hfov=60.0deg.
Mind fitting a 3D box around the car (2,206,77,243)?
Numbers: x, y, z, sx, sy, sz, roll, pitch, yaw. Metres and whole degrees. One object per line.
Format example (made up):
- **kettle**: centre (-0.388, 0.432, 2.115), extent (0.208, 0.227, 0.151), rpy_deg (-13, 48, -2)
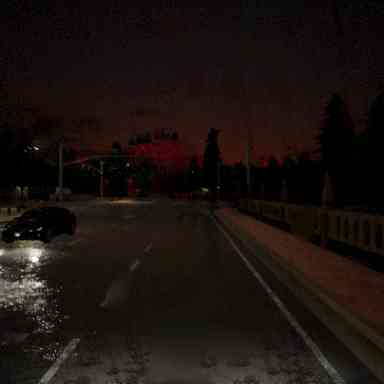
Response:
- **car**: centre (-7.062, 1.484, 15.919), extent (1.837, 1.490, 4.892), rpy_deg (0, 0, 0)
